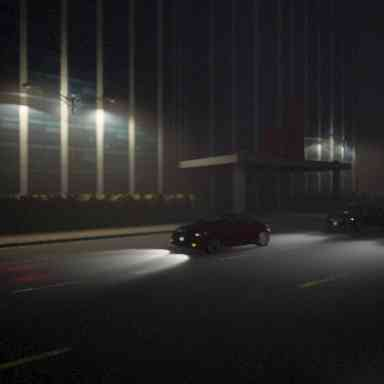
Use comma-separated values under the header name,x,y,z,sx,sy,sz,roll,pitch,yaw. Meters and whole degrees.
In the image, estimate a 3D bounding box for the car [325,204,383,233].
name,x,y,z,sx,sy,sz,roll,pitch,yaw
car,9.814,1.448,19.547,4.902,1.511,2.128,0,0,-35

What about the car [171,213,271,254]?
name,x,y,z,sx,sy,sz,roll,pitch,yaw
car,1.241,1.545,13.458,4.181,1.385,1.994,0,0,-36
